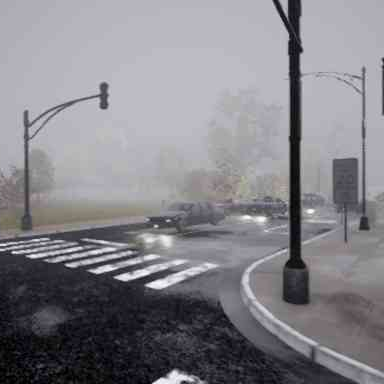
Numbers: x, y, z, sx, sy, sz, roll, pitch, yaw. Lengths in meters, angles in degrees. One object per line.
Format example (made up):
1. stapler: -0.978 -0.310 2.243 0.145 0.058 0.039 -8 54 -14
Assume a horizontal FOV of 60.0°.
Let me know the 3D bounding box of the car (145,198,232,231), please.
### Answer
1. car: -0.165 1.237 18.441 2.033 1.411 5.357 0 1 37

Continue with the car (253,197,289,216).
1. car: 5.878 1.064 26.319 1.994 1.385 4.181 0 1 38

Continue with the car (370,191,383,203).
1. car: 22.825 0.621 39.567 1.752 1.417 4.829 1 2 37

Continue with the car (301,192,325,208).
1. car: 12.247 0.779 34.646 1.882 1.535 5.008 0 1 38

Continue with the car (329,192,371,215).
1. car: 12.618 0.965 26.223 2.008 1.369 4.403 1 2 37

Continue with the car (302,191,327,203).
1. car: 16.226 0.645 43.910 1.752 1.417 4.829 1 2 37

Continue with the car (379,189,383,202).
1. car: 26.090 0.434 43.834 1.967 1.590 4.097 1 2 37

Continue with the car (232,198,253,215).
1. car: 2.878 1.119 26.460 1.802 1.307 4.206 1 2 37

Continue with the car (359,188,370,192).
1. car: 36.507 -0.073 70.423 1.967 1.590 4.097 1 2 37

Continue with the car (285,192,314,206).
1. car: 12.863 0.750 39.514 1.752 1.417 4.829 1 2 37

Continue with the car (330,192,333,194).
1. car: 23.055 0.489 52.839 1.802 1.307 4.206 1 2 37
